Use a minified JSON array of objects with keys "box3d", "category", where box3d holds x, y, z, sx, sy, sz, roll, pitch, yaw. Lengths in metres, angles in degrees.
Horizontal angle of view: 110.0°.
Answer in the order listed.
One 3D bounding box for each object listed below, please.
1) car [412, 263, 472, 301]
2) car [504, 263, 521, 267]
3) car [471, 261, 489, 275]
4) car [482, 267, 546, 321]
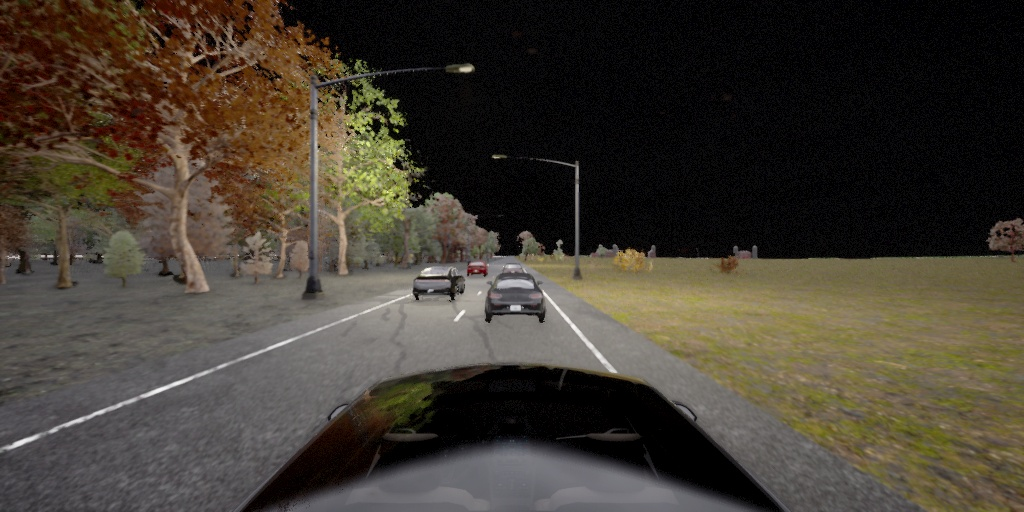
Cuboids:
[{"box3d":[-3.406,1.256,17.423,2.128,1.511,4.902,0,0,0],"category":"car"},{"box3d":[0.079,1.325,30.517,2.033,1.411,5.357,0,0,0],"category":"car"},{"box3d":[-3.411,1.260,36.434,1.882,1.535,5.008,0,0,0],"category":"car"},{"box3d":[0.098,1.285,12.300,1.812,1.442,4.674,0,0,0],"category":"car"}]
